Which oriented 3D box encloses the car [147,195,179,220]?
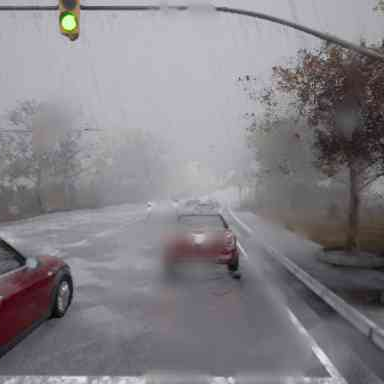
[{"bbox_3d":[-2.456,1.262,29.009,2.150,2.045,5.566,0,0,3],"label":"car"}]

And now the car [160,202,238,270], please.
[{"bbox_3d":[0.294,1.367,11.275,2.097,1.767,4.553,0,0,1],"label":"car"}]

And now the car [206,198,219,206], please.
[{"bbox_3d":[3.648,1.684,58.434,1.895,1.301,4.718,0,0,8],"label":"car"}]

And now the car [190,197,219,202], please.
[{"bbox_3d":[1.290,1.538,32.577,2.128,1.511,4.902,0,0,4],"label":"car"}]

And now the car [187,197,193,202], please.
[{"bbox_3d":[0.157,1.607,57.877,1.812,1.442,4.674,0,0,7],"label":"car"}]

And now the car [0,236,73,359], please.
[{"bbox_3d":[-3.335,1.358,4.538,2.097,1.767,4.553,0,0,1],"label":"car"}]
